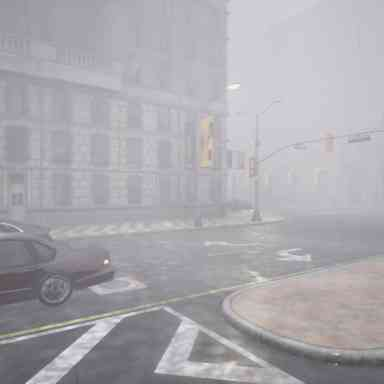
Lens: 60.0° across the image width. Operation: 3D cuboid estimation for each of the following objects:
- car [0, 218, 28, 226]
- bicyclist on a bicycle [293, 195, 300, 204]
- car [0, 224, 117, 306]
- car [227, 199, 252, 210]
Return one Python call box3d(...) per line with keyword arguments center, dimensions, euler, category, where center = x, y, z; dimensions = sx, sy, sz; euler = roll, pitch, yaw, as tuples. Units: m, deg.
box3d(center=(-6.449, 1.492, 9.282), dimensions=(4.902, 1.511, 2.128), euler=(0, 0, -37), category="car")
box3d(center=(17.958, 1.300, 57.135), dimensions=(1.656, 1.620, 0.582), euler=(0, 0, -35), category="bicyclist on a bicycle")
box3d(center=(-4.260, 1.547, 6.498), dimensions=(5.357, 1.411, 2.033), euler=(0, 0, -34), category="car")
box3d(center=(5.777, 1.564, 43.171), dimensions=(1.994, 1.385, 4.181), euler=(0, 0, -35), category="car")
